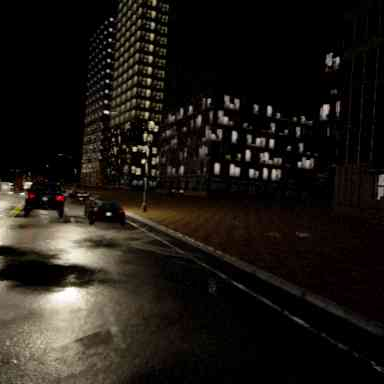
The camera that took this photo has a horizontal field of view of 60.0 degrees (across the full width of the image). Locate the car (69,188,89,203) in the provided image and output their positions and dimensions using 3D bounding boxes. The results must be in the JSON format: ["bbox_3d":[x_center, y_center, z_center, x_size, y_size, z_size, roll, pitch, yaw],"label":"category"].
[{"bbox_3d":[-11.924,0.380,35.055,2.128,1.511,4.902,4,1,-24],"label":"car"}]

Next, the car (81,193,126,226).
[{"bbox_3d":[-5.080,1.051,19.245,1.994,1.385,4.181,4,1,-22],"label":"car"}]

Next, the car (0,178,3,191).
[{"bbox_3d":[-29.459,-1.206,49.317,2.150,2.045,5.566,4,0,-25],"label":"car"}]

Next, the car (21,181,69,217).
[{"bbox_3d":[-9.292,0.392,21.130,2.150,2.045,5.566,4,0,-23],"label":"car"}]

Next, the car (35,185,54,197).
[{"bbox_3d":[-19.717,-0.178,44.357,2.033,1.411,5.357,4,0,-26],"label":"car"}]

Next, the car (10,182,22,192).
[{"bbox_3d":[-26.806,-0.789,51.249,1.882,1.535,5.008,4,0,-26],"label":"car"}]
